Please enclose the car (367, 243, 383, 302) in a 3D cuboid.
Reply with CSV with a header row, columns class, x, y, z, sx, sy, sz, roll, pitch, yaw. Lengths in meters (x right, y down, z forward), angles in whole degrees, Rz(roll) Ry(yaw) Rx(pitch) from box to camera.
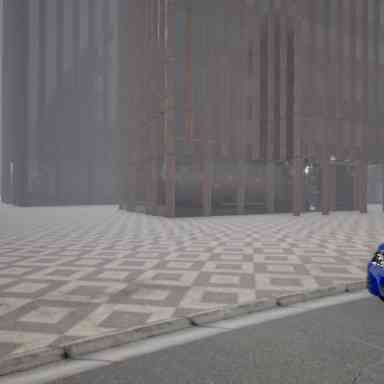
class,x,y,z,sx,sy,sz,roll,pitch,yaw
car,6.013,1.221,6.589,5.566,2.045,2.150,0,0,-27
